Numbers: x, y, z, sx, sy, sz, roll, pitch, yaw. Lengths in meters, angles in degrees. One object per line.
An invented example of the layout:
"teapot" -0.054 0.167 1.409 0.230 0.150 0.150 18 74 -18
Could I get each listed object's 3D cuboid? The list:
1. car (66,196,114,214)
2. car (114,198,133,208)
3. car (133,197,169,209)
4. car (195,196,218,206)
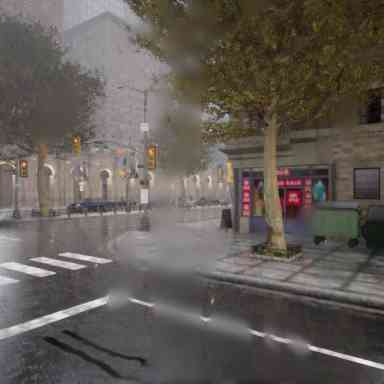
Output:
"car" -11.017 1.352 35.464 2.097 1.767 4.553 0 0 36
"car" -10.215 1.595 47.935 1.895 1.301 4.718 0 0 36
"car" -4.984 1.504 43.817 1.837 1.490 4.892 0 0 36
"car" 2.408 1.506 54.024 1.837 1.490 4.892 0 0 36
